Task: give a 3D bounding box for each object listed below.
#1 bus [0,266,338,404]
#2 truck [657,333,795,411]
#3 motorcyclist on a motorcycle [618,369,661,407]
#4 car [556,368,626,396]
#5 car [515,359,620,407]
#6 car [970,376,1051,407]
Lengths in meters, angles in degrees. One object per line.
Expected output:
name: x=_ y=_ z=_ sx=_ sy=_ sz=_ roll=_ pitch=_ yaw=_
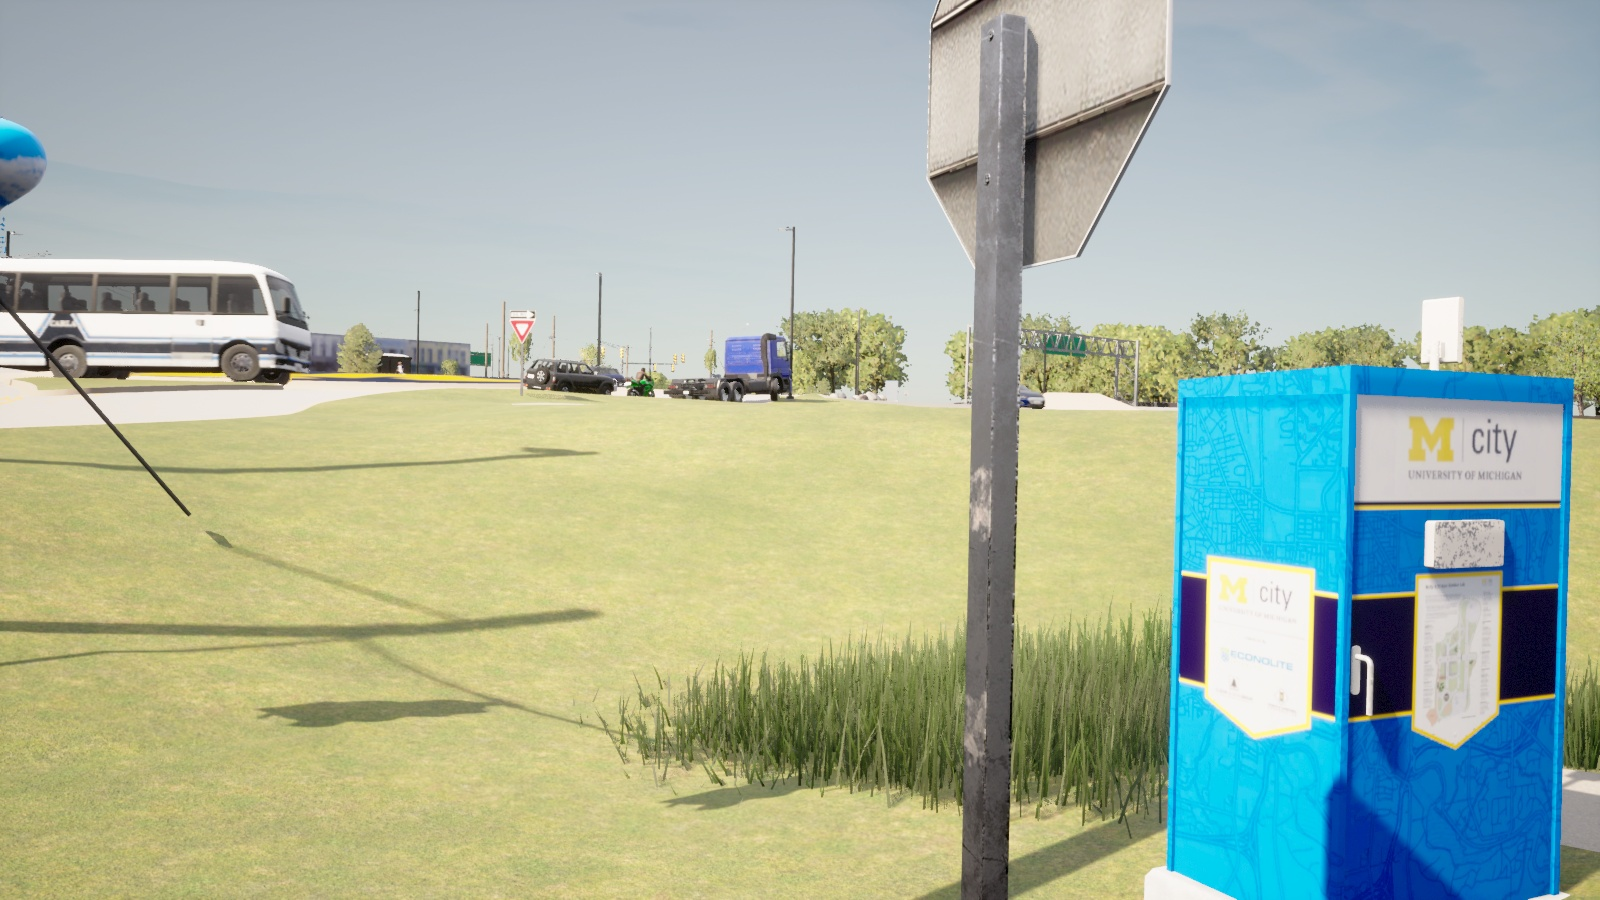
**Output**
bus: x=-21.835 y=-3.879 z=43.395 sx=10.273 sy=4.253 sz=3.944 roll=-1 pitch=-1 yaw=-3
truck: x=-3.489 y=-3.938 z=62.108 sx=2.891 sy=3.462 sz=7.936 roll=-1 pitch=5 yaw=28
motorcyclist on a motorcycle: x=-6.850 y=-2.639 z=53.777 sx=0.797 sy=1.523 sz=2.044 roll=0 pitch=1 yaw=28
car: x=-15.070 y=-4.891 z=90.613 sx=4.553 sy=1.767 sz=2.097 roll=0 pitch=1 yaw=-44
car: x=-10.478 y=-2.986 z=56.888 sx=1.932 sy=1.855 sz=4.605 roll=9 pitch=5 yaw=31
car: x=12.127 y=-3.414 z=72.717 sx=2.033 sy=1.649 sz=4.856 roll=-1 pitch=4 yaw=-28
